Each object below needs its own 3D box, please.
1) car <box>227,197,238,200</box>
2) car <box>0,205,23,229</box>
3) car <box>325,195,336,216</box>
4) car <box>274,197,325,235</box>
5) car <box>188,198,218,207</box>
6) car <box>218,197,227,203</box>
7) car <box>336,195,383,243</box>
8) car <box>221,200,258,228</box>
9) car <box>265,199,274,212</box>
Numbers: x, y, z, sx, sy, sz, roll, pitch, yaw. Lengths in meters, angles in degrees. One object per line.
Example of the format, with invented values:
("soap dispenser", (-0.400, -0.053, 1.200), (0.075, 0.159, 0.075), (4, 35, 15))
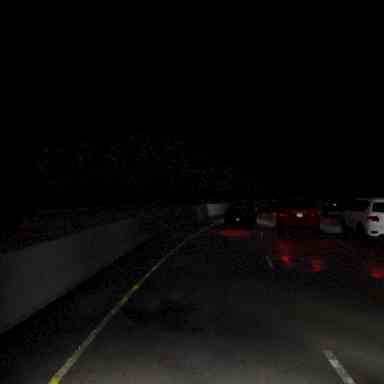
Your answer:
("car", (6.889, 1.682, 62.606), (2.128, 1.511, 4.902), (0, 0, 36))
("car", (-11.984, 1.520, 19.191), (1.837, 1.490, 4.892), (0, 0, 11))
("car", (14.800, 1.359, 34.347), (2.150, 2.045, 5.566), (0, 0, 24))
("car", (6.127, 1.293, 19.609), (2.150, 2.045, 5.566), (0, 0, 13))
("car", (1.099, 1.632, 38.264), (1.812, 1.442, 4.674), (0, 0, 23))
("car", (2.927, 1.620, 49.876), (1.882, 1.535, 5.008), (0, -1, 29))
("car", (8.962, 1.293, 16.325), (2.150, 2.045, 5.566), (0, 0, 12))
("car", (3.446, 1.550, 23.025), (1.882, 1.535, 5.008), (0, 0, 14))
("car", (10.306, 1.632, 41.011), (2.128, 1.511, 4.902), (0, 0, 26))
